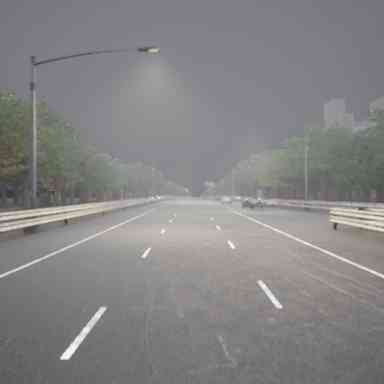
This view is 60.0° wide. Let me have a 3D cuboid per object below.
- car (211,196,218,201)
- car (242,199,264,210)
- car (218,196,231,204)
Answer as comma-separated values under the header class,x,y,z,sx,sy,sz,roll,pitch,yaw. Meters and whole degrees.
class,x,y,z,sx,sy,sz,roll,pitch,yaw
car,7.031,1.792,92.773,1.882,1.535,5.008,0,0,0
car,8.392,1.659,46.035,1.812,1.442,4.674,0,0,-12
car,6.991,1.692,68.703,1.812,1.442,4.674,0,0,0
